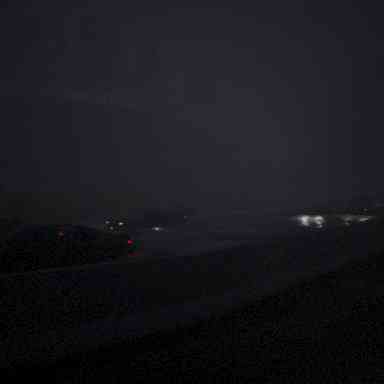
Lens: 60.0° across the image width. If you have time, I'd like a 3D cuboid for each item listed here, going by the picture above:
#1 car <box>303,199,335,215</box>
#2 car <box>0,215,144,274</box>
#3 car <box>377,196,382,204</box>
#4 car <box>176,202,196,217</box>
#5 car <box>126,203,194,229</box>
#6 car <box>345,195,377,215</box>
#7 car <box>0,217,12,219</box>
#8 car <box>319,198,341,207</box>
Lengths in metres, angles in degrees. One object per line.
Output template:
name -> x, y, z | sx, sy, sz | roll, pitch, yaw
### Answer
car -> 13.497, 1.747, 35.608 | 1.895, 1.301, 4.718 | 0, 0, 36
car -> -4.336, 1.599, 9.661 | 5.357, 1.411, 2.033 | 0, 0, -38
car -> 38.877, 1.698, 70.350 | 1.837, 1.490, 4.892 | 0, 0, 36
car -> -1.760, 1.604, 26.845 | 1.882, 1.535, 5.008 | 0, 0, 39
car -> -2.641, 1.646, 20.566 | 2.033, 1.411, 5.357 | 0, 0, 44
car -> 18.414, 1.368, 36.410 | 2.150, 2.045, 5.566 | 0, -1, 36
car -> -7.363, 1.612, 11.738 | 5.357, 1.411, 2.033 | 0, 0, -37
car -> 22.963, 1.767, 54.476 | 2.033, 1.411, 5.357 | 0, 0, 37
